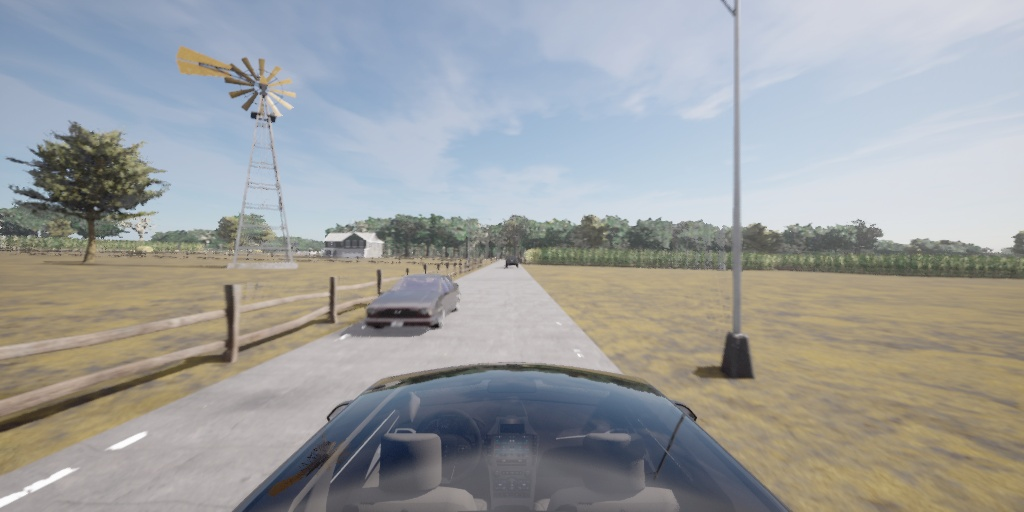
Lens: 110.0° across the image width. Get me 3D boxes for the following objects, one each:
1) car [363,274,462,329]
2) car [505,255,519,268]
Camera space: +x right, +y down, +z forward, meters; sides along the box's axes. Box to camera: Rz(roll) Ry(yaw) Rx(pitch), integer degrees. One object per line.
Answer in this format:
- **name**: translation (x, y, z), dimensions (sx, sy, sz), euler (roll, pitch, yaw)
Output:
- **car**: translation (-2.804, 1.291, 11.464), dimensions (2.033, 1.411, 5.357), euler (0, 0, 1)
- **car**: translation (-0.008, 0.926, 59.047), dimensions (2.150, 2.045, 5.566), euler (0, 0, 0)
